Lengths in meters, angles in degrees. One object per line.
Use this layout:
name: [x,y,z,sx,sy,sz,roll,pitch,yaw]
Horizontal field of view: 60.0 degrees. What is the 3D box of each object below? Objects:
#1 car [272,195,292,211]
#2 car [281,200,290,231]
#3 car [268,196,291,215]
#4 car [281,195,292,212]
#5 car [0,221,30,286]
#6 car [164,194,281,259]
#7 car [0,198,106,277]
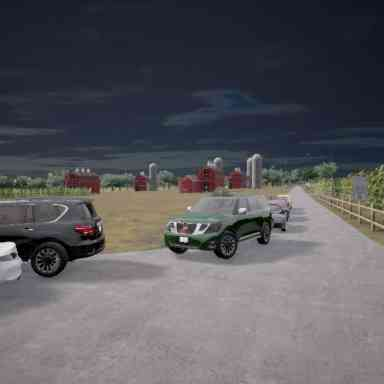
car: [9.950,1.116,36.509,1.882,1.535,5.008,0,0,18]
car: [4.387,1.383,19.019,1.994,1.385,4.181,0,0,17]
car: [8.144,1.203,30.803,1.837,1.490,4.892,0,0,17]
car: [6.230,1.239,24.755,1.882,1.535,5.008,0,0,18]
car: [-6.001,1.613,6.589,4.674,1.442,1.812,-2,2,-35]
car: [1.279,1.110,12.690,2.150,2.045,5.566,0,0,34]
car: [-5.379,1.229,9.608,5.566,2.045,2.150,-1,1,-4]
